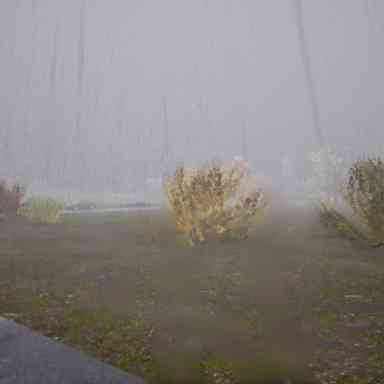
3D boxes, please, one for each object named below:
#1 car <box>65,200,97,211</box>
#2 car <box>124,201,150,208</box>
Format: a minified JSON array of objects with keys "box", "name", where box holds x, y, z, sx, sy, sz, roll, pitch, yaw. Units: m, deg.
[{"box":[-16.138,1.930,48.220,1.837,1.490,4.892,-1,-1,36],"name":"car"},{"box":[-9.462,2.152,57.467,1.895,1.301,4.718,-1,-1,36],"name":"car"}]
